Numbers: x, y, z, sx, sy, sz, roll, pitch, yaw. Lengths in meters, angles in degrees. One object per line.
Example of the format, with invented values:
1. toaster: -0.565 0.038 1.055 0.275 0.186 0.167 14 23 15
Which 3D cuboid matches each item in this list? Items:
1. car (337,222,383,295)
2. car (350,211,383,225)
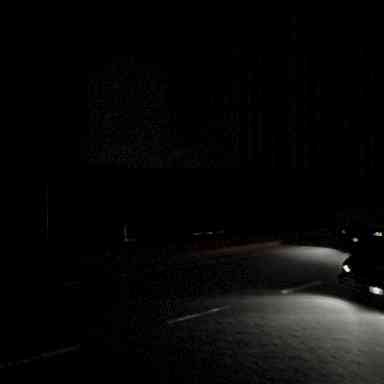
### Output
1. car: 5.812 1.555 8.087 5.357 1.411 2.033 0 0 -35
2. car: 8.105 1.538 13.962 4.674 1.442 1.812 0 0 -35
